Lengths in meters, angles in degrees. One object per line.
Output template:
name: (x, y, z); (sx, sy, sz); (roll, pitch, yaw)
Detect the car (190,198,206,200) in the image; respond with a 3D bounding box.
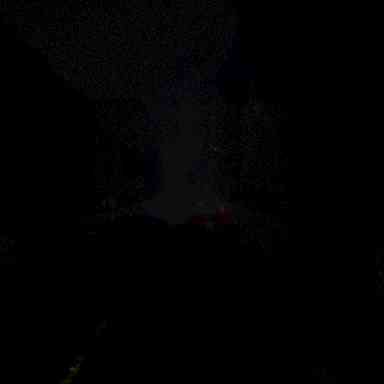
car: (0.903, 1.556, 29.180); (1.837, 1.490, 4.892); (0, 0, 0)

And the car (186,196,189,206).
car: (0.007, 1.445, 55.608); (2.097, 1.767, 4.553); (0, 0, 0)

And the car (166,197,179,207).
car: (-3.061, 1.580, 52.218); (2.128, 1.511, 4.902); (0, 0, 1)

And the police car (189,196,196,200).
police car: (0.904, 1.486, 35.290); (1.930, 1.638, 5.238); (0, 0, 0)

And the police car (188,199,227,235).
police car: (0.902, 1.460, 19.290); (1.930, 1.638, 5.238); (0, 0, 0)
